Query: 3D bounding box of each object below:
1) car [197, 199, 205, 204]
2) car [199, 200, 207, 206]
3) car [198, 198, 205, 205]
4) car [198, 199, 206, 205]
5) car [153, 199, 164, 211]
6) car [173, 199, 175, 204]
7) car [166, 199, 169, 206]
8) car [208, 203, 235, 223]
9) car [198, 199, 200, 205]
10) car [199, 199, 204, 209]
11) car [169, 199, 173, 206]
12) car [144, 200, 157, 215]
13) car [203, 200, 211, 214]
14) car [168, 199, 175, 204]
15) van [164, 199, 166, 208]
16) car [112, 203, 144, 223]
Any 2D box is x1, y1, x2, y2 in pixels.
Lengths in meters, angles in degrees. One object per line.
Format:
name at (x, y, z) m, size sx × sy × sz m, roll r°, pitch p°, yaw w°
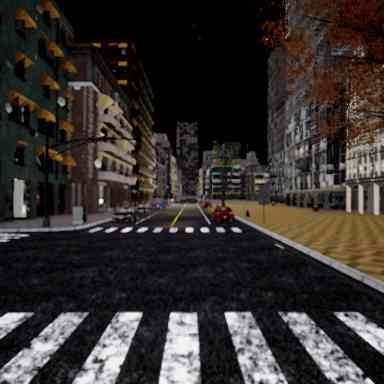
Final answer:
car at (2.541, 2.744, 95.252) m, size 2.008 × 1.369 × 4.403 m, roll 0°, pitch -1°, yaw 0°
car at (2.567, 2.517, 78.656) m, size 1.887 × 1.381 × 4.507 m, roll 0°, pitch -1°, yaw 0°
car at (2.550, 2.559, 89.721) m, size 1.967 × 1.590 × 4.097 m, roll 0°, pitch -1°, yaw 0°
car at (2.559, 2.596, 84.188) m, size 2.008 × 1.369 × 4.403 m, roll 0°, pitch -1°, yaw 0°
car at (-5.769, 2.058, 50.983) m, size 1.967 × 1.590 × 4.097 m, roll 0°, pitch -1°, yaw 0°
car at (-5.831, 2.671, 89.707) m, size 2.008 × 1.369 × 4.403 m, roll 0°, pitch -1°, yaw 0°
car at (-5.786, 2.340, 62.046) m, size 1.802 × 1.307 × 4.206 m, roll 0°, pitch -1°, yaw 0°
car at (2.647, 1.886, 28.866) m, size 1.887 × 1.381 × 4.507 m, roll 0°, pitch -1°, yaw 0°
car at (2.585, 2.355, 67.762) m, size 1.752 × 1.417 × 4.829 m, roll 0°, pitch -1°, yaw 0°
car at (2.603, 2.269, 56.526) m, size 1.802 × 1.307 × 4.206 m, roll 0°, pitch -1°, yaw 0°
car at (-5.804, 2.340, 73.112) m, size 1.967 × 1.590 × 4.097 m, roll 0°, pitch -1°, yaw 0°
car at (-5.751, 2.029, 39.918) m, size 2.008 × 1.369 × 4.403 m, roll 0°, pitch -1°, yaw 0°
car at (2.629, 2.005, 40.101) m, size 1.752 × 1.417 × 4.829 m, roll 0°, pitch -1°, yaw 0°
car at (-5.840, 2.745, 95.239) m, size 2.008 × 1.369 × 4.403 m, roll 0°, pitch -1°, yaw 0°
van at (-5.777, 2.029, 56.517) m, size 1.690 × 1.788 × 3.998 m, roll 0°, pitch -1°, yaw 0°
car at (-5.733, 1.893, 28.853) m, size 2.008 × 1.369 × 4.403 m, roll 0°, pitch -1°, yaw 0°
